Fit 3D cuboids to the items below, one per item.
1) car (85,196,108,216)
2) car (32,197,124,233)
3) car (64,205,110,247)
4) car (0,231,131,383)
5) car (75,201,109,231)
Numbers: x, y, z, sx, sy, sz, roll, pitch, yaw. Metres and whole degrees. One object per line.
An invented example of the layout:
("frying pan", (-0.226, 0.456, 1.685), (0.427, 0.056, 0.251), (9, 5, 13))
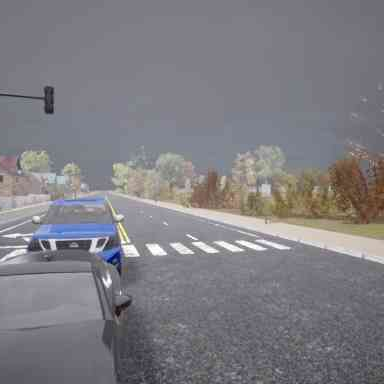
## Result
("car", (-9.585, 1.331, 33.447), (2.097, 1.767, 4.553), (0, 0, -15))
("car", (-3.345, 1.218, 10.054), (2.150, 2.045, 5.566), (0, 0, -15))
("car", (-4.968, 1.498, 16.135), (1.837, 1.490, 4.892), (0, 0, -15))
("car", (-1.740, 1.524, 3.956), (1.812, 1.442, 4.674), (0, 0, -12))
("car", (-6.505, 1.468, 21.889), (1.882, 1.535, 5.008), (0, 0, -15))
